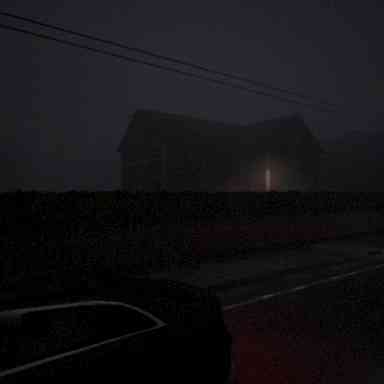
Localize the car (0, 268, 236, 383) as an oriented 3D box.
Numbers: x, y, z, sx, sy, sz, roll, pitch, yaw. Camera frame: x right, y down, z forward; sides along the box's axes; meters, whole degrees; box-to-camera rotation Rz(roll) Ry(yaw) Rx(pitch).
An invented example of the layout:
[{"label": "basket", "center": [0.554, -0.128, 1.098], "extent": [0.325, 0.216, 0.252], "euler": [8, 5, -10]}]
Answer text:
[{"label": "car", "center": [-1.851, 1.506, 2.651], "extent": [4.902, 1.511, 2.128], "euler": [0, 0, -36]}]
